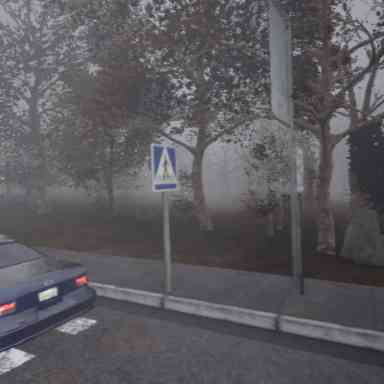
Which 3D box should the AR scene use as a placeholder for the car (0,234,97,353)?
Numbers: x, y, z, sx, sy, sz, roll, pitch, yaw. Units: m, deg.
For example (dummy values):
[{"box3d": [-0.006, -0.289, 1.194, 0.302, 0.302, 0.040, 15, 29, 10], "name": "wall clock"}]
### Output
[{"box3d": [-4.121, 1.398, 5.580, 5.357, 1.411, 2.033, 0, 3, 28], "name": "car"}]
